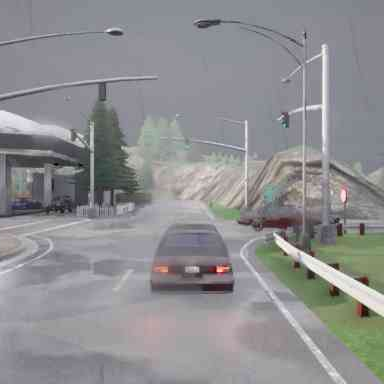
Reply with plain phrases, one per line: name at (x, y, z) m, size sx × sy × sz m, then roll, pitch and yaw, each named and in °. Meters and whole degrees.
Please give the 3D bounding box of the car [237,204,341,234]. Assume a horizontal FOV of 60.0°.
car at (5.137, 1.383, 18.086) m, size 5.357 × 1.411 × 2.033 m, roll -1°, pitch 0°, yaw 35°

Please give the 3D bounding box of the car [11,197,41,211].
car at (-20.224, 1.480, 40.803) m, size 2.242 × 1.667 × 4.611 m, roll 0°, pitch 0°, yaw -1°

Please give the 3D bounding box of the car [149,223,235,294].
car at (0.003, 1.547, 8.940) m, size 2.033 × 1.411 × 5.357 m, roll 0°, pitch 0°, yaw 0°

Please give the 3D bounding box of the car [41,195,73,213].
car at (-14.519, 1.313, 36.524) m, size 1.905 × 1.878 × 3.866 m, roll 0°, pitch 0°, yaw -1°
